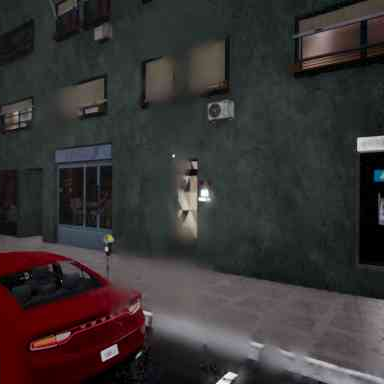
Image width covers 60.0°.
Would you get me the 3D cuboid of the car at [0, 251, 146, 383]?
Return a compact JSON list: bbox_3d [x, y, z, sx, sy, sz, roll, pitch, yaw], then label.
[{"bbox_3d":[-2.676,1.544,4.772,4.507,1.381,1.887,0,0,35],"label":"car"}]
